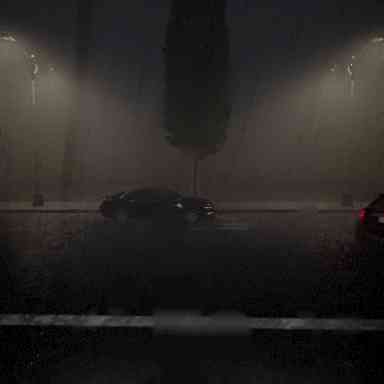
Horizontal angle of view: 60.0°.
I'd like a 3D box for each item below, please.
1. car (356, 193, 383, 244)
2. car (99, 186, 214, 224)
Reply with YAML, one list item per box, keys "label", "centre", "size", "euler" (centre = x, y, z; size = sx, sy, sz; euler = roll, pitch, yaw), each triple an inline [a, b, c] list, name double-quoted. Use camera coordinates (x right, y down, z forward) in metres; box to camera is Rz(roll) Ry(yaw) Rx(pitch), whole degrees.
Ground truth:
- label: "car"
  centre: [7.330, 0.749, 10.077]
  size: [4.553, 1.767, 2.097]
  euler: [-2, 5, -22]
- label: "car"
  centre: [-1.500, 0.516, 14.461]
  size: [4.892, 1.490, 1.837]
  euler: [0, 5, 0]
